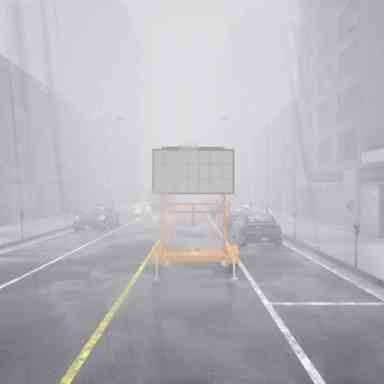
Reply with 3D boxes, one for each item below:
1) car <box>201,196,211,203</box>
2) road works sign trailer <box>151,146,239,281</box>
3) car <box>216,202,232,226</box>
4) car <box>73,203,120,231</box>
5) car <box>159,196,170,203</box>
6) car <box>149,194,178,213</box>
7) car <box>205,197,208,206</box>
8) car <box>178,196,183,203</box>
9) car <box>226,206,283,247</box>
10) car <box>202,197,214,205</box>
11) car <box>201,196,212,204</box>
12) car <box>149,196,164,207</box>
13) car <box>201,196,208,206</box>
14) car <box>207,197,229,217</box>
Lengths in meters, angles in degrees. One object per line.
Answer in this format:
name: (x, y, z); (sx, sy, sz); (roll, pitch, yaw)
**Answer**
car: (2.834, 1.578, 69.842); (1.887, 1.381, 4.507); (-1, 0, 0)
road works sign trailer: (0.035, 0.463, 9.897); (2.380, 3.560, 2.880); (0, 0, -2)
car: (2.775, 1.545, 20.296); (1.887, 1.381, 4.507); (-1, 0, 0)
car: (-5.751, 1.440, 20.306); (1.967, 1.590, 4.097); (-1, 0, 0)
car: (-5.691, 1.577, 69.853); (1.887, 1.381, 4.507); (-1, 0, 0)
car: (-3.059, 1.229, 36.663); (2.150, 2.045, 5.566); (0, 0, 0)
car: (2.795, 1.552, 36.811); (1.887, 1.381, 4.507); (-1, 0, 0)
car: (-2.920, 1.595, 67.551); (1.994, 1.385, 4.181); (0, 0, 0)
car: (2.769, 1.550, 14.790); (2.008, 1.369, 4.403); (-1, 0, 0)
car: (2.821, 1.568, 58.831); (1.887, 1.381, 4.507); (-1, 0, 0)
car: (2.828, 1.573, 64.337); (1.887, 1.381, 4.507); (-1, 0, 0)
car: (-5.712, 1.458, 53.337); (1.967, 1.590, 4.097); (-1, 0, 0)
car: (2.815, 1.584, 53.327); (1.947, 1.339, 4.313); (-1, 0, 0)
car: (2.787, 1.445, 31.306); (1.967, 1.590, 4.097); (-1, 0, 0)
